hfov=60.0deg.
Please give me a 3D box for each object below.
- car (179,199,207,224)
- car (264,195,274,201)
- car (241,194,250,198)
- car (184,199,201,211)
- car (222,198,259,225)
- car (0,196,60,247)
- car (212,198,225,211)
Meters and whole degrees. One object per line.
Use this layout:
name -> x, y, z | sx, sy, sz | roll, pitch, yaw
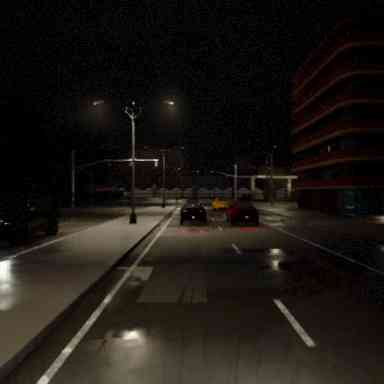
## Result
car -> 0.089, 1.499, 24.652 | 2.128, 1.511, 4.902 | 0, 0, 0
car -> 18.925, 1.480, 82.094 | 1.970, 1.475, 3.806 | 0, 0, 0
car -> 13.180, 1.319, 81.329 | 2.242, 1.667, 4.611 | 0, 0, 0
car -> 0.081, 1.576, 41.456 | 1.994, 1.385, 4.181 | 0, 0, 0
car -> 3.591, 1.485, 24.296 | 1.882, 1.535, 5.008 | 0, 0, 0
car -> -8.106, 1.226, 15.488 | 2.150, 2.045, 5.566 | 0, 0, 0
car -> 3.586, 1.490, 41.079 | 1.882, 1.535, 5.008 | 0, -1, 0
